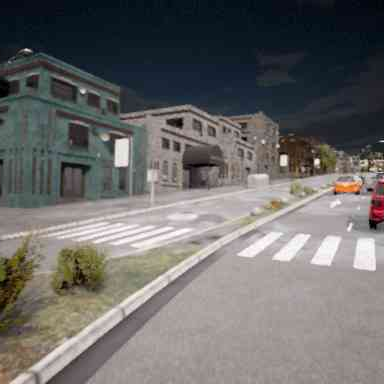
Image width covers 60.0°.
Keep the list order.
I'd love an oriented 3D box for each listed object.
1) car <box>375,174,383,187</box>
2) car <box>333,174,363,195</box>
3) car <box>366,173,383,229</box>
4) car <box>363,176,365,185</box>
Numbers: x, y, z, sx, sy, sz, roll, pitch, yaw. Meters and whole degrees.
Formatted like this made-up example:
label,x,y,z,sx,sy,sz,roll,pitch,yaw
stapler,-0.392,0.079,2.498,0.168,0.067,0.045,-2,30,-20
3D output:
label,x,y,z,sx,sy,sz,roll,pitch,yaw
car,24.902,-1.552,43.184,1.812,1.442,4.674,0,4,30
car,14.737,-0.711,31.552,2.097,1.767,4.553,0,4,29
car,8.945,0.389,14.497,2.150,2.045,5.566,0,4,29
car,19.508,-1.218,40.301,1.812,1.442,4.674,0,4,30
